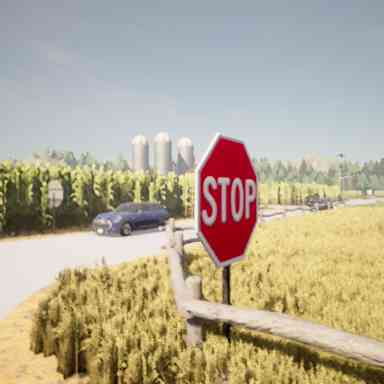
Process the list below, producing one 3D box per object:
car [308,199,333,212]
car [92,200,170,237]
[{"bbox_3d":[14.710,1.490,38.012,2.128,1.511,4.902,0,0,35],"label":"car"},{"bbox_3d":[-3.262,1.350,18.374,2.097,1.767,4.553,0,0,35],"label":"car"}]
